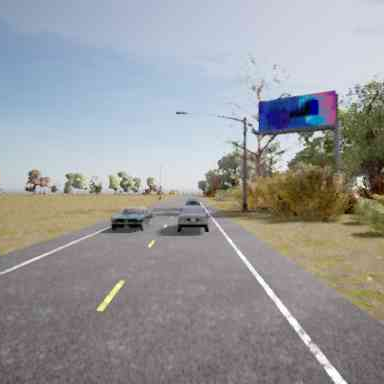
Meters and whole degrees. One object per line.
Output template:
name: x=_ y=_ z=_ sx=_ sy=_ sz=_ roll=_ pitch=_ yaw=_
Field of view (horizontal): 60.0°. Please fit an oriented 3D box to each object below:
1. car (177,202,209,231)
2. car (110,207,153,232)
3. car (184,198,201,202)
car: x=0.068 y=1.545 z=20.373 sx=2.033 sy=1.411 sz=5.357 roll=0 pitch=0 yaw=0
car: x=-3.577 y=1.599 z=20.343 sx=1.895 sy=1.301 sz=4.718 roll=0 pitch=0 yaw=0
car: x=0.088 y=1.498 z=43.353 sx=1.837 sy=1.490 sz=4.892 roll=0 pitch=0 yaw=0
